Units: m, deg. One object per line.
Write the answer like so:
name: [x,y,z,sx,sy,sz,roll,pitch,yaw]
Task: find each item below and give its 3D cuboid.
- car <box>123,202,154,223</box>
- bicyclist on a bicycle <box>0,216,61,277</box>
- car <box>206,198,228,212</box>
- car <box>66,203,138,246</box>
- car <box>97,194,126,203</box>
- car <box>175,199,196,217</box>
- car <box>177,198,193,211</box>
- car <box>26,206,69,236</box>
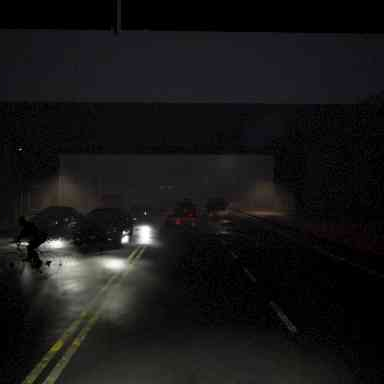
car: [-4.079,1.601,25.775,1.895,1.301,4.718,0,0,-1]
bicyclist on a bicycle: [-4.319,1.455,8.851,1.656,1.620,0.582,-2,0,-1]
car: [2.714,1.478,38.966,1.882,1.535,5.008,0,0,-1]
car: [-3.936,1.478,15.468,1.882,1.535,5.008,0,0,-1]
car: [-7.797,1.220,32.409,2.150,2.045,5.566,0,0,-2]
car: [-0.611,1.478,31.395,1.882,1.535,5.008,0,0,-1]
car: [-0.847,1.526,40.722,1.812,1.442,4.674,0,0,-2]
car: [-7.473,1.525,18.456,1.812,1.442,4.674,0,0,-1]
